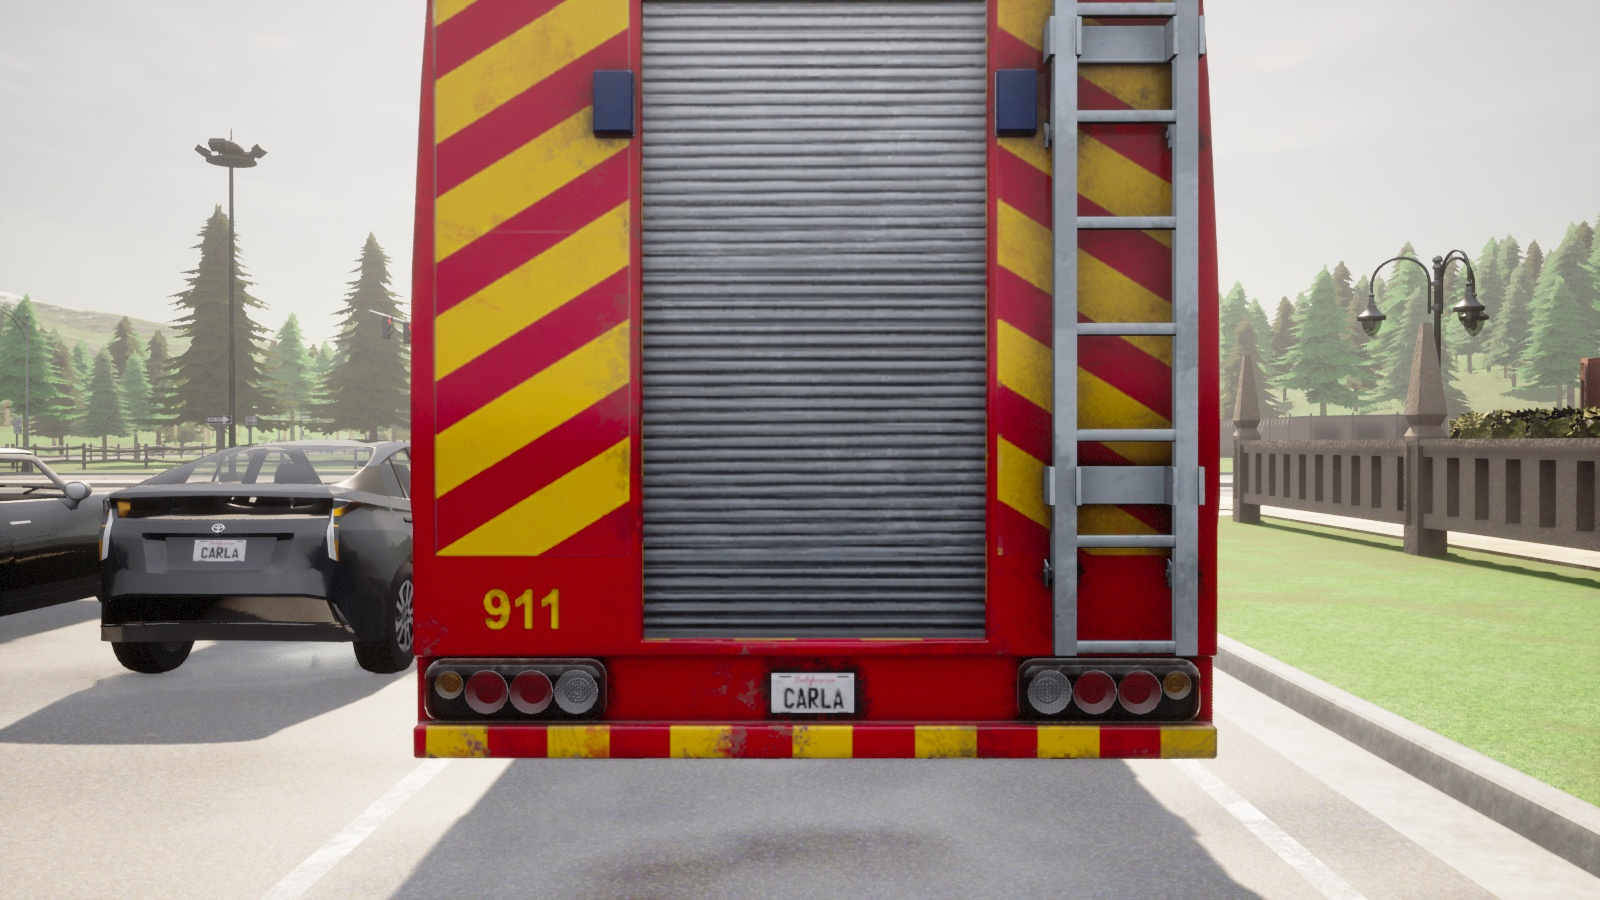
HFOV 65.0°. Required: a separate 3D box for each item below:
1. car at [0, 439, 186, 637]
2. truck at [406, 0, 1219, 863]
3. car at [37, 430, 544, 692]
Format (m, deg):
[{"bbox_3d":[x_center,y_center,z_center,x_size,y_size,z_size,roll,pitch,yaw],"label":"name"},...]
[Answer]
[{"bbox_3d":[-6.926,0.649,10.229,1.970,1.475,3.806,0,0,0],"label":"car"},{"bbox_3d":[0.066,-0.467,8.703,2.891,3.827,8.468,0,0,0],"label":"truck"},{"bbox_3d":[-3.430,0.636,9.573,2.007,1.525,4.514,0,0,0],"label":"car"}]
